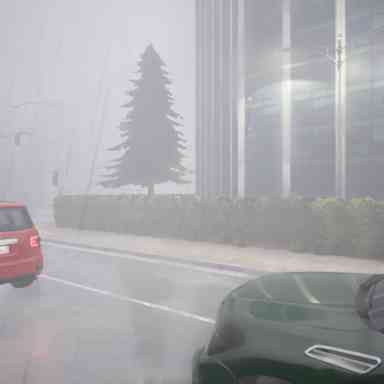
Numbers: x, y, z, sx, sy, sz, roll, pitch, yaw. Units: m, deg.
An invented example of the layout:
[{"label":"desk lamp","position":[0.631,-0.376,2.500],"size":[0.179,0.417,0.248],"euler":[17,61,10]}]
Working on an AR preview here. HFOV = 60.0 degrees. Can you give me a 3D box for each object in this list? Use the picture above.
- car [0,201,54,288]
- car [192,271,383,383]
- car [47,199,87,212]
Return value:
[{"label":"car","position":[-5.812,1.221,8.081],"size":[5.566,2.045,2.150],"euler":[0,0,38]},{"label":"car","position":[2.655,1.221,2.096],"size":[5.566,2.045,2.150],"euler":[0,0,36]},{"label":"car","position":[-15.021,1.564,40.099],"size":[1.994,1.385,4.181],"euler":[0,0,36]}]
